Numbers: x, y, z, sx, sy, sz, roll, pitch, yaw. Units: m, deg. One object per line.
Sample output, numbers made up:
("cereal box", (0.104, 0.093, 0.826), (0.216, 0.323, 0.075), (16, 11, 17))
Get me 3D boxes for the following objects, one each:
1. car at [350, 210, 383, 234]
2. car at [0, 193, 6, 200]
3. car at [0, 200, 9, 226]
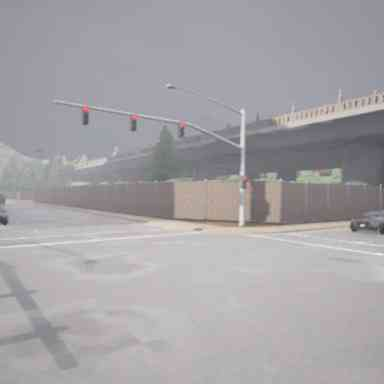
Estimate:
("car", (11.847, 1.836, 21.020), (4.181, 1.385, 1.994), (1, 0, -34))
("car", (-32.589, 1.219, 55.647), (2.150, 2.045, 5.566), (1, 0, -35))
("car", (-13.951, 1.525, 22.998), (2.033, 1.411, 5.357), (1, 0, -35))
